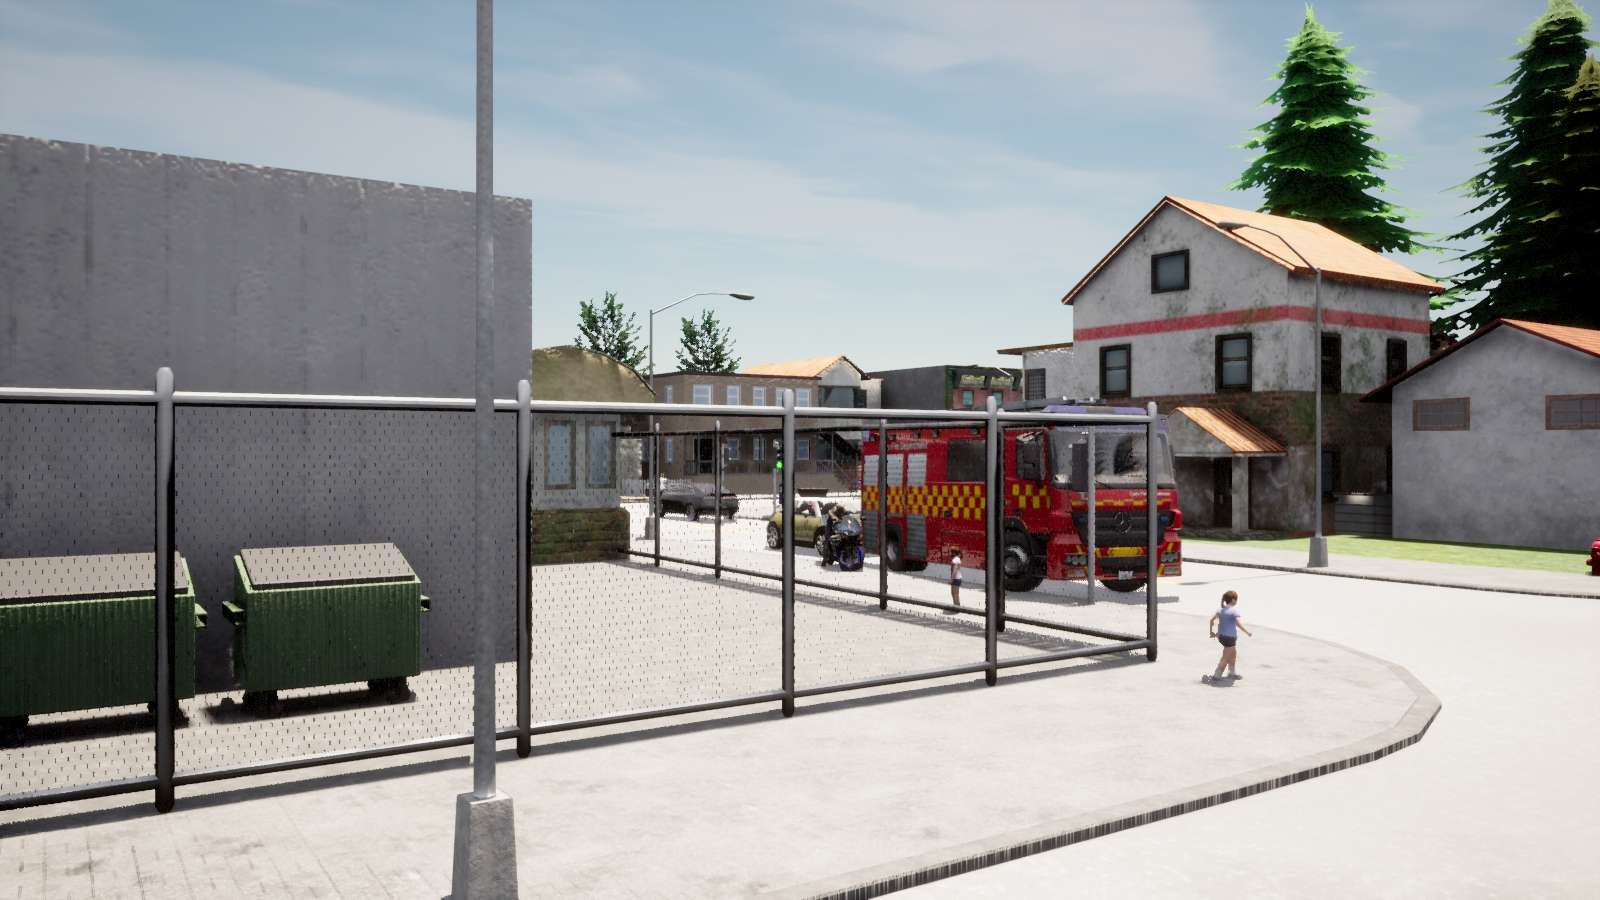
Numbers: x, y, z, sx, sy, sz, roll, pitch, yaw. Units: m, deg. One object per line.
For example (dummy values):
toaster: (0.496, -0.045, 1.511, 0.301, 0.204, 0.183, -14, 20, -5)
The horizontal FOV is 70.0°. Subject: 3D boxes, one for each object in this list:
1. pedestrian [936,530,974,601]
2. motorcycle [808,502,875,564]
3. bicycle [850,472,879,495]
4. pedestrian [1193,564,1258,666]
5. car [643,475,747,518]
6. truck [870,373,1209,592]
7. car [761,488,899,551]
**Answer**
pedestrian: (2.571, 1.895, 18.878, 0.500, 1.100, 0.500, 0, 0, 24)
motorcycle: (0.923, 1.872, 26.186, 0.867, 1.251, 2.209, 0, 0, -17)
bicycle: (3.714, 1.940, 65.827, 1.835, 1.271, 0.329, 0, 0, -33)
pedestrian: (4.919, 1.896, 13.226, 0.500, 1.100, 0.500, 0, 0, -18)
car: (-4.299, 1.827, 46.218, 2.128, 1.511, 4.902, 0, 0, -33)
truck: (4.616, 0.674, 24.443, 2.891, 3.827, 8.468, 1, -1, -22)
car: (0.752, 1.845, 31.311, 1.970, 1.475, 3.806, 0, 0, -33)
